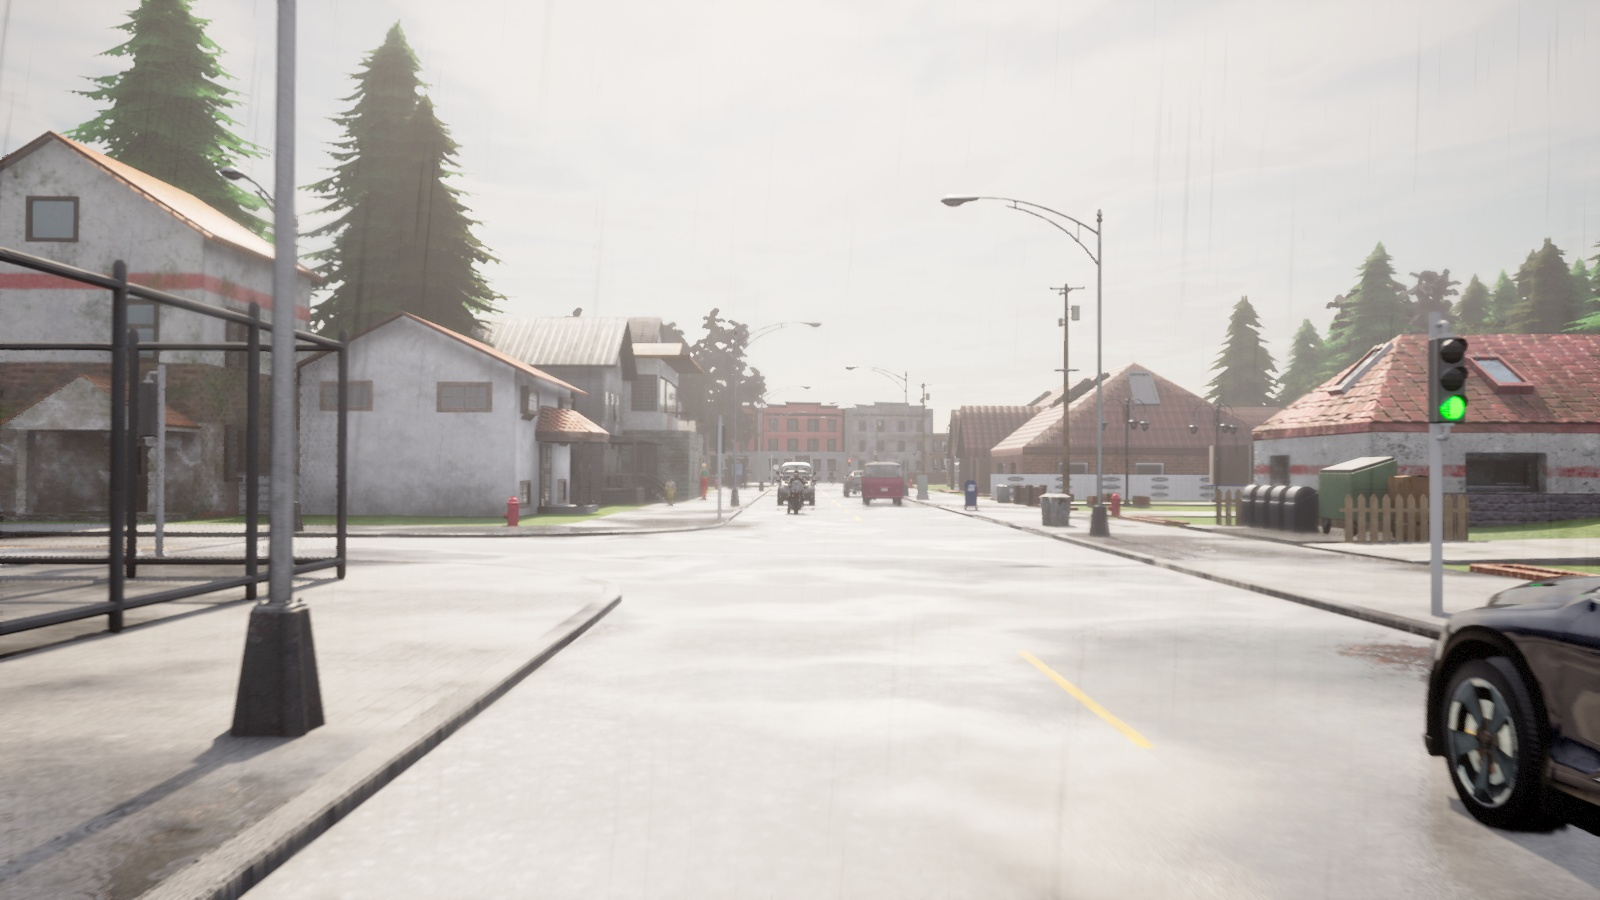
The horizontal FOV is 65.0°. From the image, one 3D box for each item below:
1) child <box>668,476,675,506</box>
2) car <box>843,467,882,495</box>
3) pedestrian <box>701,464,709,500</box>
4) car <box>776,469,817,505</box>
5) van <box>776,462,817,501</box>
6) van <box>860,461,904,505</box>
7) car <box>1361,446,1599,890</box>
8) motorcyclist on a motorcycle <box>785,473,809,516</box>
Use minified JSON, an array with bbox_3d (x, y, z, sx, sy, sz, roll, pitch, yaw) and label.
[{"bbox_3d":[-5.370,1.704,52.487,0.270,1.263,0.437,0,-1,-2],"label":"child"},{"bbox_3d":[3.791,1.873,77.356,2.152,1.651,5.027,0,-1,0],"label":"car"},{"bbox_3d":[-4.804,1.603,63.299,0.345,1.836,0.594,0,-1,0],"label":"pedestrian"},{"bbox_3d":[-0.158,1.695,58.632,1.851,1.617,3.988,0,-1,0],"label":"car"},{"bbox_3d":[-0.182,1.662,67.119,2.069,2.038,4.480,0,-1,0],"label":"van"},{"bbox_3d":[3.840,1.543,59.211,1.775,1.987,4.442,0,-1,0],"label":"van"},{"bbox_3d":[3.995,0.798,4.162,2.033,1.649,4.856,0,-1,-1],"label":"car"},{"bbox_3d":[-0.124,1.619,45.947,0.866,1.530,2.191,0,-1,0],"label":"motorcyclist on a motorcycle"}]
